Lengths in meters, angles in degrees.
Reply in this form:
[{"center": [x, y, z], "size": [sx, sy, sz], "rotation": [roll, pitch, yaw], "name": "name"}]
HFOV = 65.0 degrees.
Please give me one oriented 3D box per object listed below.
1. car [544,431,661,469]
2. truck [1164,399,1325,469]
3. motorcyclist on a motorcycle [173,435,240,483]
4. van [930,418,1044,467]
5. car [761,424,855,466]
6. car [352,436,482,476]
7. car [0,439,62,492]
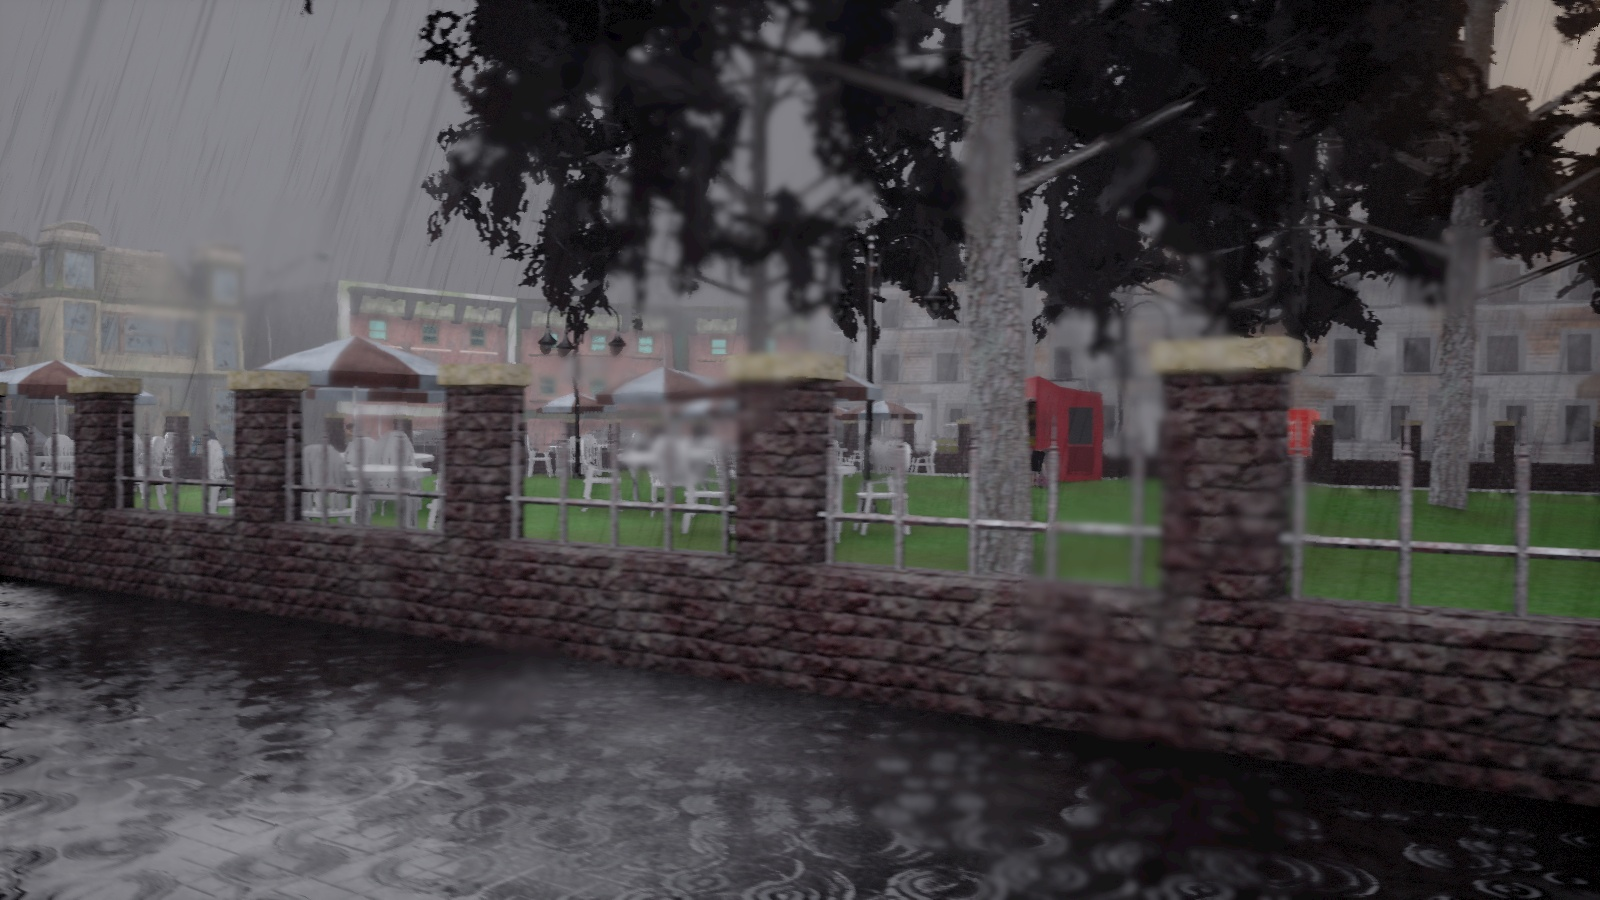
[{"center": [-8.979, -0.035, 57.144], "size": [4.856, 1.649, 2.033], "rotation": [-1, 1, -25], "name": "car"}, {"center": [16.765, -0.568, 47.399], "size": [5.204, 2.467, 2.627], "rotation": [-1, 0, 34], "name": "truck"}, {"center": [-20.117, 0.286, 42.592], "size": [0.866, 1.590, 1.817], "rotation": [0, 1, 34], "name": "motorcyclist on a motorcycle"}, {"center": [7.913, -0.318, 53.267], "size": [4.442, 1.987, 1.775], "rotation": [0, 1, 33], "name": "van"}, {"center": [0.376, -0.264, 57.895], "size": [3.866, 1.878, 1.905], "rotation": [0, 1, 26], "name": "car"}, {"center": [-15.183, 0.191, 50.056], "size": [1.837, 1.490, 4.892], "rotation": [0, 1, 34], "name": "car"}, {"center": [-23.983, 0.461, 36.763], "size": [1.845, 1.501, 3.633], "rotation": [0, 1, 34], "name": "car"}]
